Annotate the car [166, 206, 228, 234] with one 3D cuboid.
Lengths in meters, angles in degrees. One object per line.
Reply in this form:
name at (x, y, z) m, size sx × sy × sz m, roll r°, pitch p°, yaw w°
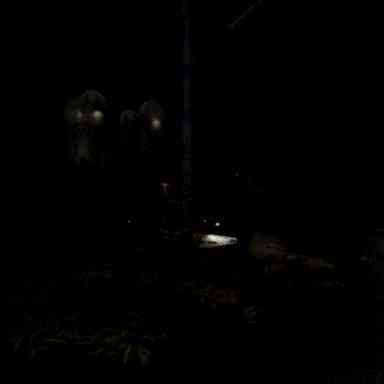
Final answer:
car at (0.213, 1.548, 19.433) m, size 1.994 × 1.385 × 4.181 m, roll 0°, pitch 0°, yaw -35°
